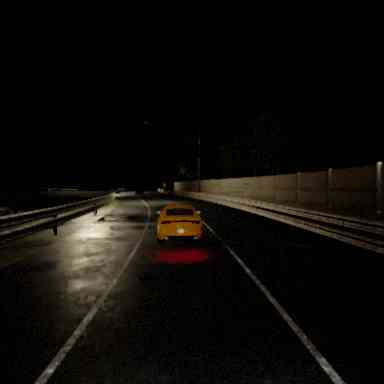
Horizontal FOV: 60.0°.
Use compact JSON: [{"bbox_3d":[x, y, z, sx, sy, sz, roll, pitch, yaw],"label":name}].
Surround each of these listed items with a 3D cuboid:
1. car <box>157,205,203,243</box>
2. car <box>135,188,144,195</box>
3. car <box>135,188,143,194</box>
[{"bbox_3d":[-0.602,1.325,15.424,1.882,1.535,5.008,0,1,-4],"label":"car"},{"bbox_3d":[-12.256,-0.042,77.771,1.837,1.490,4.892,0,1,-10],"label":"car"},{"bbox_3d":[-13.975,-0.316,87.943,2.128,1.511,4.902,0,1,-8],"label":"car"}]
